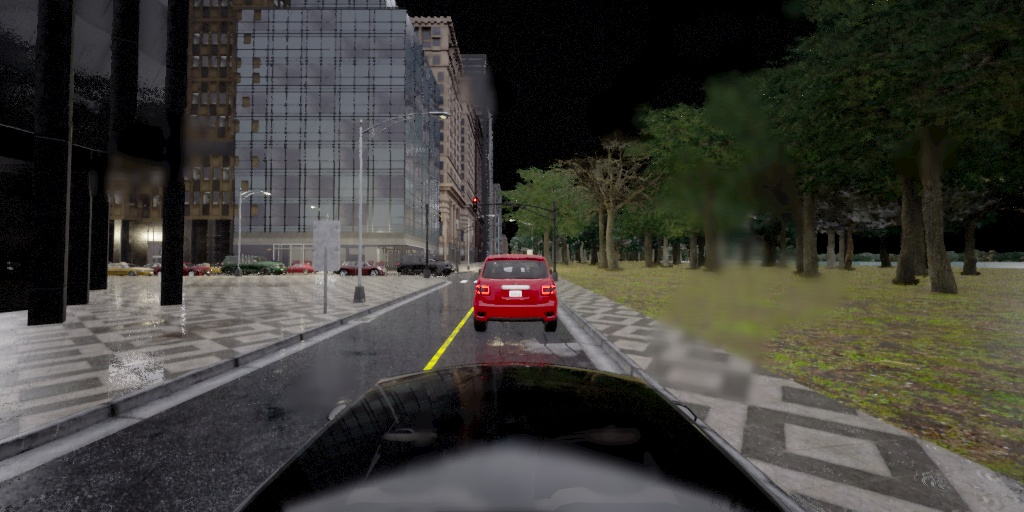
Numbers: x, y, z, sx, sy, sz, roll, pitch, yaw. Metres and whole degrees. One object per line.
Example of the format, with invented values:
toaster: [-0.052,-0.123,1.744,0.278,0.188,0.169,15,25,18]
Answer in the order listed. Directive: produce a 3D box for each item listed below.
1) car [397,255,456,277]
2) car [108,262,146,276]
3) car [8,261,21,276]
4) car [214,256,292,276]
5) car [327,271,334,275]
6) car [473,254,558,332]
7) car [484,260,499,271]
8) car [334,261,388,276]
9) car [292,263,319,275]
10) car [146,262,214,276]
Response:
car: [-8.231,0.958,34.399,5.566,2.045,2.150,0,-2,15]
car: [-35.245,1.227,32.674,4.829,1.417,1.751,0,0,0]
car: [-46.391,1.148,32.674,4.097,1.591,1.967,0,0,0]
car: [-25.427,0.988,35.362,5.566,2.045,2.150,0,-2,0]
car: [-18.949,1.484,41.195,4.313,1.339,1.948,0,0,0]
car: [0.104,0.976,11.071,2.150,2.045,5.566,0,0,0]
car: [-3.037,1.394,53.109,2.033,1.411,5.357,0,0,-3]
car: [-13.497,1.129,32.672,4.097,1.591,1.967,0,0,-1]
car: [-24.435,1.504,41.195,4.207,1.307,1.802,0,0,0]
car: [-29.927,1.244,32.673,4.507,1.381,1.888,0,0,0]
